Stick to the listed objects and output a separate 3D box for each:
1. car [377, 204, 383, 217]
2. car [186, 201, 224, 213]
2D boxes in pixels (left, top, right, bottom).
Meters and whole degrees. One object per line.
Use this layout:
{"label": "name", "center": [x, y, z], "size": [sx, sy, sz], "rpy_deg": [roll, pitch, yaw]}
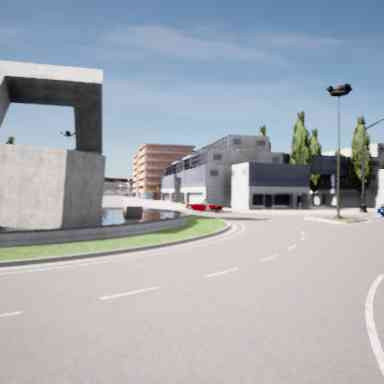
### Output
{"label": "car", "center": [22.424, 1.621, 34.875], "size": [5.566, 2.045, 2.150], "rpy_deg": [1, 0, -10]}
{"label": "car", "center": [1.481, 1.813, 41.166], "size": [4.718, 1.301, 1.895], "rpy_deg": [0, 0, 41]}
